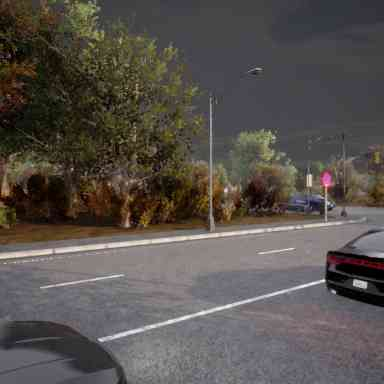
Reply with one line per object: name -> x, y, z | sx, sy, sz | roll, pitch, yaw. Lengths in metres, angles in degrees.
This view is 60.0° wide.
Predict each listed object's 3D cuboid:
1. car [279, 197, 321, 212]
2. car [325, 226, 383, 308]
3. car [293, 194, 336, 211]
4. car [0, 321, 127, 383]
car -> 12.062, 1.564, 38.178 | 1.994, 1.385, 4.181 | 0, 0, -32
car -> 4.986, 1.478, 7.329 | 5.008, 1.535, 1.882 | 0, 0, -36
car -> 14.662, 1.221, 40.649 | 2.150, 2.045, 5.566 | 0, 0, -31
car -> -2.729, 1.505, 1.790 | 4.892, 1.490, 1.837 | 0, 0, -36
